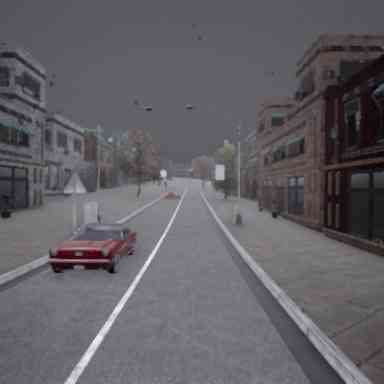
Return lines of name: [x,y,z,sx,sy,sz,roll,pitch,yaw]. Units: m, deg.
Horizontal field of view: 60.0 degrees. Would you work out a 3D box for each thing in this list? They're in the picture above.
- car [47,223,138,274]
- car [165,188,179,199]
car: [-3.124,1.783,11.395,1.895,1.301,4.718,1,0,0]
car: [-3.152,0.150,53.729,2.097,1.767,4.553,1,2,0]
